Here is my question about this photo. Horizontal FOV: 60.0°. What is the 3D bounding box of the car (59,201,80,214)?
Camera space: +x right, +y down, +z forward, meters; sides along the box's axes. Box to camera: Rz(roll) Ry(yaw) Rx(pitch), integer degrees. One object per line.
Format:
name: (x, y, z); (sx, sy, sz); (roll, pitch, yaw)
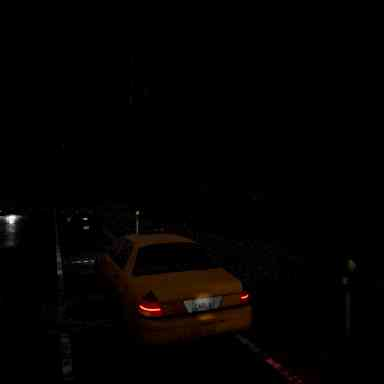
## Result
car: (-8.260, 1.551, 23.771); (2.008, 1.369, 4.403); (0, 0, -23)

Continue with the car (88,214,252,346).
car: (-0.841, 1.457, 6.743); (1.801, 1.575, 5.366); (0, 0, -23)

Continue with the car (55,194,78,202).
car: (-12.514, 1.316, 33.967); (2.192, 1.841, 5.009); (0, 0, -23)

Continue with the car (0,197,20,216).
car: (-18.423, 1.526, 32.733); (1.812, 1.442, 4.674); (0, 0, -22)

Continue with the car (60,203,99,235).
car: (-6.134, 1.551, 18.673); (2.008, 1.369, 4.403); (0, 0, -23)

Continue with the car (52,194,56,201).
car: (-31.802, 1.469, 79.461); (1.967, 1.590, 4.097); (0, 0, -24)

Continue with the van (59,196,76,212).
van: (-14.640, 1.342, 39.064); (1.690, 1.788, 3.998); (0, 0, -23)

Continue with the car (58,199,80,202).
car: (-10.387, 1.567, 28.868); (1.947, 1.339, 4.313); (0, 0, -23)
